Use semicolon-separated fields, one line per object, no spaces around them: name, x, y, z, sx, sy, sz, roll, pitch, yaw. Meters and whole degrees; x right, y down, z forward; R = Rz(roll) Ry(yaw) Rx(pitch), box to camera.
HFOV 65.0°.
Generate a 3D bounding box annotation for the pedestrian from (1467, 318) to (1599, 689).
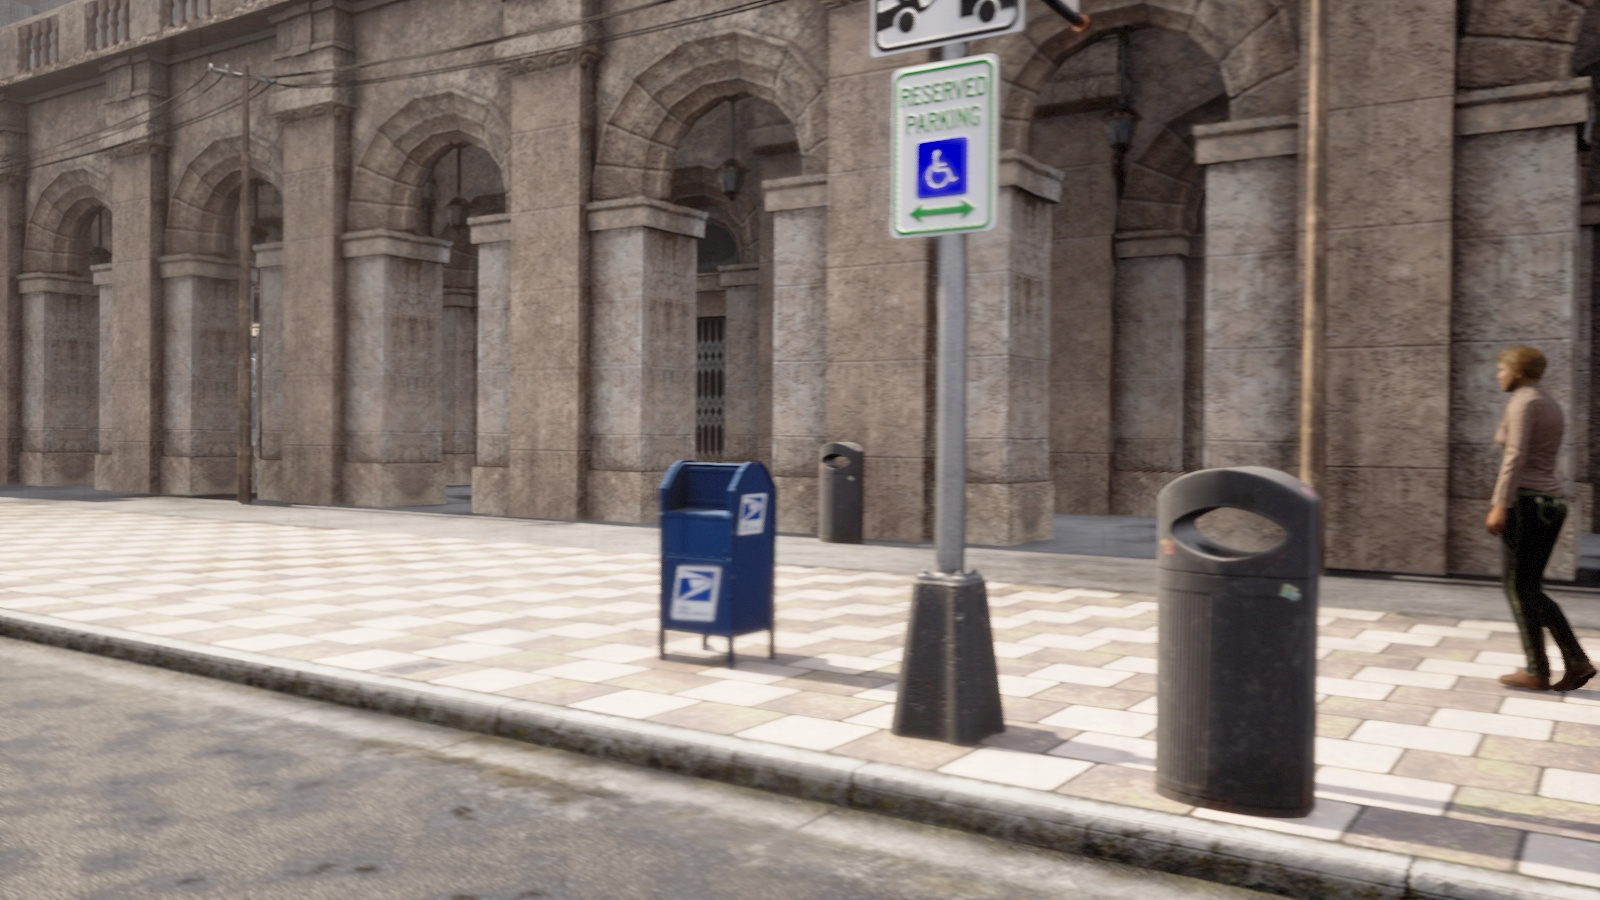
pedestrian;3.906;0.263;6.586;0.331;1.846;0.634;-1;1;-37
